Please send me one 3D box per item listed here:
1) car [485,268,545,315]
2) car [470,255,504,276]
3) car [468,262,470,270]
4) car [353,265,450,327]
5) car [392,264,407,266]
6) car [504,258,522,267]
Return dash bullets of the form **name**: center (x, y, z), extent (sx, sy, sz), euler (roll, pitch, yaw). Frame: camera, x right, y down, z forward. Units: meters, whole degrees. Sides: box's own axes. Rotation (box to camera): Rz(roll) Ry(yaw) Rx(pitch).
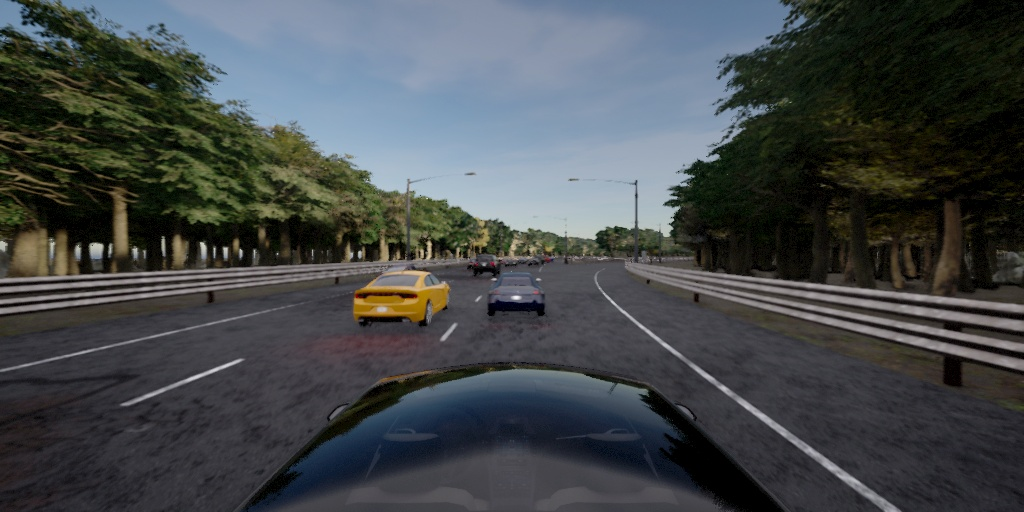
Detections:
- **car**: center (0.166, 1.311, 13.583), extent (1.994, 1.385, 4.181), euler (0, 0, 1)
- **car**: center (-2.391, 0.914, 35.519), extent (2.150, 2.045, 5.566), euler (0, 0, 4)
- **car**: center (-4.839, 1.149, 49.584), extent (1.837, 1.490, 4.892), euler (0, 0, 6)
- **car**: center (-3.264, 1.214, 11.552), extent (1.882, 1.535, 5.008), euler (0, 0, 1)
- **car**: center (-6.577, 1.231, 21.800), extent (1.812, 1.442, 4.674), euler (0, 0, 2)
- **car**: center (0.076, 1.223, 62.006), extent (1.895, 1.301, 4.718), euler (0, 0, 7)
